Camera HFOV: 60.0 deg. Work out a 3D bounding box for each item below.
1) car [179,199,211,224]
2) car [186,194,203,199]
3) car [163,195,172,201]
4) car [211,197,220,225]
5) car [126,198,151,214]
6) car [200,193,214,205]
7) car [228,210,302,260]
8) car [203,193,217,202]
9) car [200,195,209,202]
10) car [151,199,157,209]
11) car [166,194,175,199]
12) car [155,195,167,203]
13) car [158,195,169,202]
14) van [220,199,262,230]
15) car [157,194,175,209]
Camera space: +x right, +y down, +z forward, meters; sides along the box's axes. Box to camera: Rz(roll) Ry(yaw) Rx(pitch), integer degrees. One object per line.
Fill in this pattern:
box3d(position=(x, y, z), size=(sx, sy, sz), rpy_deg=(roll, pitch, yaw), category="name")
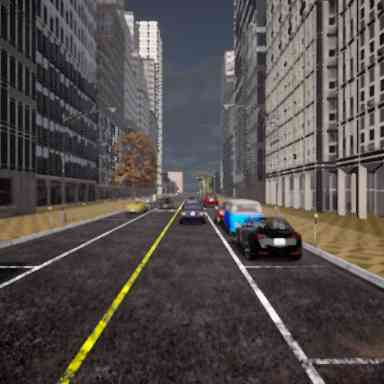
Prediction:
box3d(position=(0.038, 1.491, 24.520), size=(2.033, 1.411, 5.357), rpy_deg=(0, 0, 0), category="car")
box3d(position=(-0.005, 1.328, 41.410), size=(2.033, 1.649, 4.856), rpy_deg=(0, 0, 0), category="car")
box3d(position=(-5.891, 1.351, 80.485), size=(1.802, 1.307, 4.206), rpy_deg=(0, 0, 0), category="car")
box3d(position=(2.633, 1.387, 23.574), size=(1.967, 1.590, 4.097), rpy_deg=(0, 0, 0), category="car")
box3d(position=(-5.777, 1.441, 34.777), size=(1.752, 1.417, 4.829), rpy_deg=(0, 0, 0), category="car")
box3d(position=(2.548, 1.163, 57.726), size=(2.192, 1.841, 5.009), rpy_deg=(0, 0, 0), category="car")
box3d(position=(2.661, 1.540, 12.189), size=(1.947, 1.339, 4.313), rpy_deg=(0, 0, 0), category="car")
box3d(position=(2.577, 1.198, 46.342), size=(2.192, 1.841, 5.009), rpy_deg=(0, 0, 0), category="car")
box3d(position=(2.518, 1.335, 69.280), size=(1.752, 1.417, 4.829), rpy_deg=(0, 0, 0), category="car")
box3d(position=(-5.791, 1.450, 40.641), size=(2.008, 1.369, 4.403), rpy_deg=(0, 0, 0), category="car")
box3d(position=(-5.919, 1.278, 91.871), size=(2.008, 1.369, 4.403), rpy_deg=(0, 0, 0), category="car")
box3d(position=(-5.848, 1.380, 63.410), size=(2.008, 1.369, 4.403), rpy_deg=(0, 0, 0), category="car")
box3d(position=(-5.863, 1.376, 69.103), size=(1.947, 1.339, 4.313), rpy_deg=(0, 0, 0), category="car")
box3d(position=(2.647, 1.302, 17.882), size=(1.690, 1.788, 3.998), rpy_deg=(0, 0, 0), category="van")
box3d(position=(-3.197, 1.400, 42.137), size=(1.837, 1.490, 4.892), rpy_deg=(0, 0, 0), category="car")
